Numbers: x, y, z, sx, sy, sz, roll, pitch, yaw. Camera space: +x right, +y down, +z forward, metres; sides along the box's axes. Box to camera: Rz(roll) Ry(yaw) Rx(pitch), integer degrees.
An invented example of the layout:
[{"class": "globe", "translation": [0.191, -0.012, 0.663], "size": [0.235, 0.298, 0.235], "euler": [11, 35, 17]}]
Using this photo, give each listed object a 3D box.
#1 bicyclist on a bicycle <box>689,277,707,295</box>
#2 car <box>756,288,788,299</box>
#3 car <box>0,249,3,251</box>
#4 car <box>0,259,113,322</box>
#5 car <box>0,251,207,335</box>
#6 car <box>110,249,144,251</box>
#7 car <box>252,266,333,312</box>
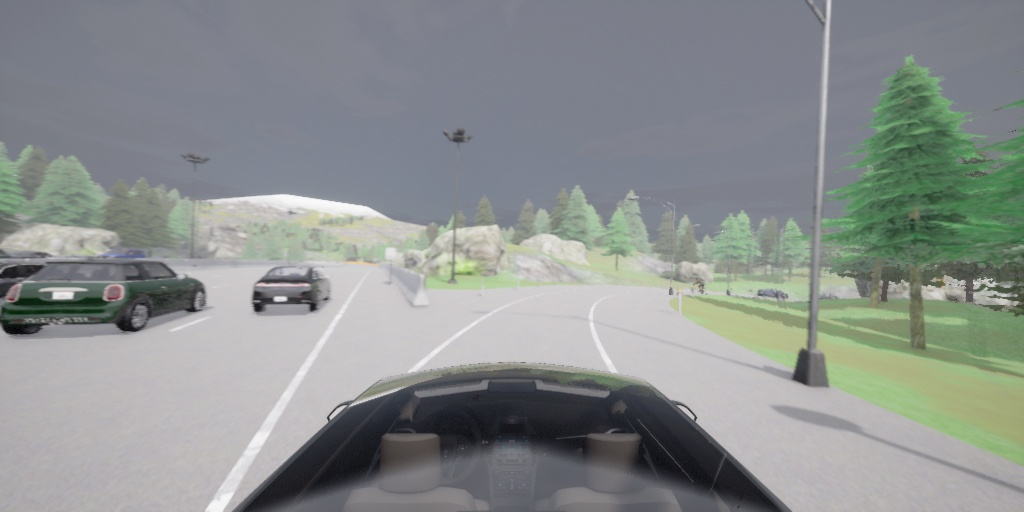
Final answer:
[{"class": "bicyclist on a bicycle", "translation": [17.890, 2.892, 34.431], "size": [1.656, 1.620, 0.582], "euler": [4, -2, 44]}, {"class": "car", "translation": [37.735, 5.407, 51.940], "size": [4.181, 1.385, 1.994], "euler": [7, -1, -15]}, {"class": "car", "translation": [-38.753, 0.140, 25.517], "size": [2.097, 1.767, 4.553], "euler": [2, -1, -20]}, {"class": "car", "translation": [-14.210, 0.883, 10.128], "size": [1.837, 1.490, 4.892], "euler": [2, -1, -20]}, {"class": "car", "translation": [-10.288, 0.855, 9.621], "size": [2.097, 1.767, 4.553], "euler": [2, -1, -20]}, {"class": "car", "translation": [-44.449, 0.195, 40.980], "size": [2.150, 2.045, 5.566], "euler": [2, -2, -20]}, {"class": "car", "translation": [-7.910, 1.098, 13.243], "size": [2.128, 1.511, 4.902], "euler": [2, -1, -20]}]
